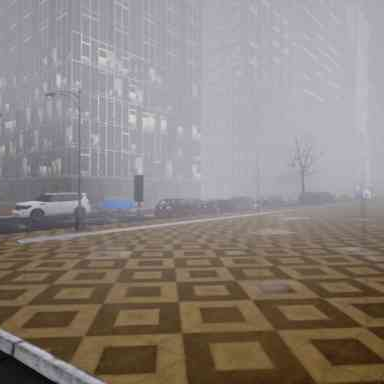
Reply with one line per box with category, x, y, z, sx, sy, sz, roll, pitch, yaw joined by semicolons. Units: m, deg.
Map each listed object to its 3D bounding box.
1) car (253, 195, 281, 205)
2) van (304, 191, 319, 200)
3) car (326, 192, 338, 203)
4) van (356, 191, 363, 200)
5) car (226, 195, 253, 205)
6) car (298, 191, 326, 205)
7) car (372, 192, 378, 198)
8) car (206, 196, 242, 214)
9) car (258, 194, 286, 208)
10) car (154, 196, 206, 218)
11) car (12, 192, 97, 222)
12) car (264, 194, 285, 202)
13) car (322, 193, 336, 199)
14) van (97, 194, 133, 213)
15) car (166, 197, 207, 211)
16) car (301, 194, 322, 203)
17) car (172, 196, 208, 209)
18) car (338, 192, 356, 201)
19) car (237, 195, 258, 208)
car;11.528;1.177;50.865;2.033;1.411;5.357;0;1;41
van;25.680;0.694;71.557;1.690;1.788;3.998;1;1;41
car;20.953;0.839;53.123;2.192;1.841;5.009;1;1;41
van;35.735;0.683;70.424;1.690;1.788;3.998;1;1;41
car;7.202;1.148;49.934;1.947;1.339;4.313;1;1;41
car;17.258;0.885;48.798;2.192;1.841;5.009;1;1;41
car;43.151;0.704;79.641;1.801;1.575;5.366;0;1;41
car;2.527;1.320;31.459;1.947;1.339;4.313;1;1;41
car;9.866;1.244;40.151;1.802;1.307;4.206;1;1;41
car;-1.125;1.240;27.096;1.967;1.590;4.097;1;1;41
car;-10.478;1.059;25.261;2.150;2.045;5.566;0;1;41
car;14.593;1.056;58.585;1.947;1.339;4.313;1;1;41
car;33.070;0.828;80.212;1.947;1.339;4.313;1;1;41
van;-7.669;1.106;32.711;1.690;1.788;3.998;1;1;41
car;-0.572;1.314;36.852;1.895;1.301;4.718;0;1;41
car;20.266;1.060;56.327;1.994;1.385;4.181;0;0;41
car;-0.194;1.218;41.291;1.887;1.381;4.507;1;1;41
car;28.453;0.957;61.905;1.752;1.417;4.829;1;1;41
car;5.502;1.206;39.041;1.812;1.442;4.674;0;1;41
